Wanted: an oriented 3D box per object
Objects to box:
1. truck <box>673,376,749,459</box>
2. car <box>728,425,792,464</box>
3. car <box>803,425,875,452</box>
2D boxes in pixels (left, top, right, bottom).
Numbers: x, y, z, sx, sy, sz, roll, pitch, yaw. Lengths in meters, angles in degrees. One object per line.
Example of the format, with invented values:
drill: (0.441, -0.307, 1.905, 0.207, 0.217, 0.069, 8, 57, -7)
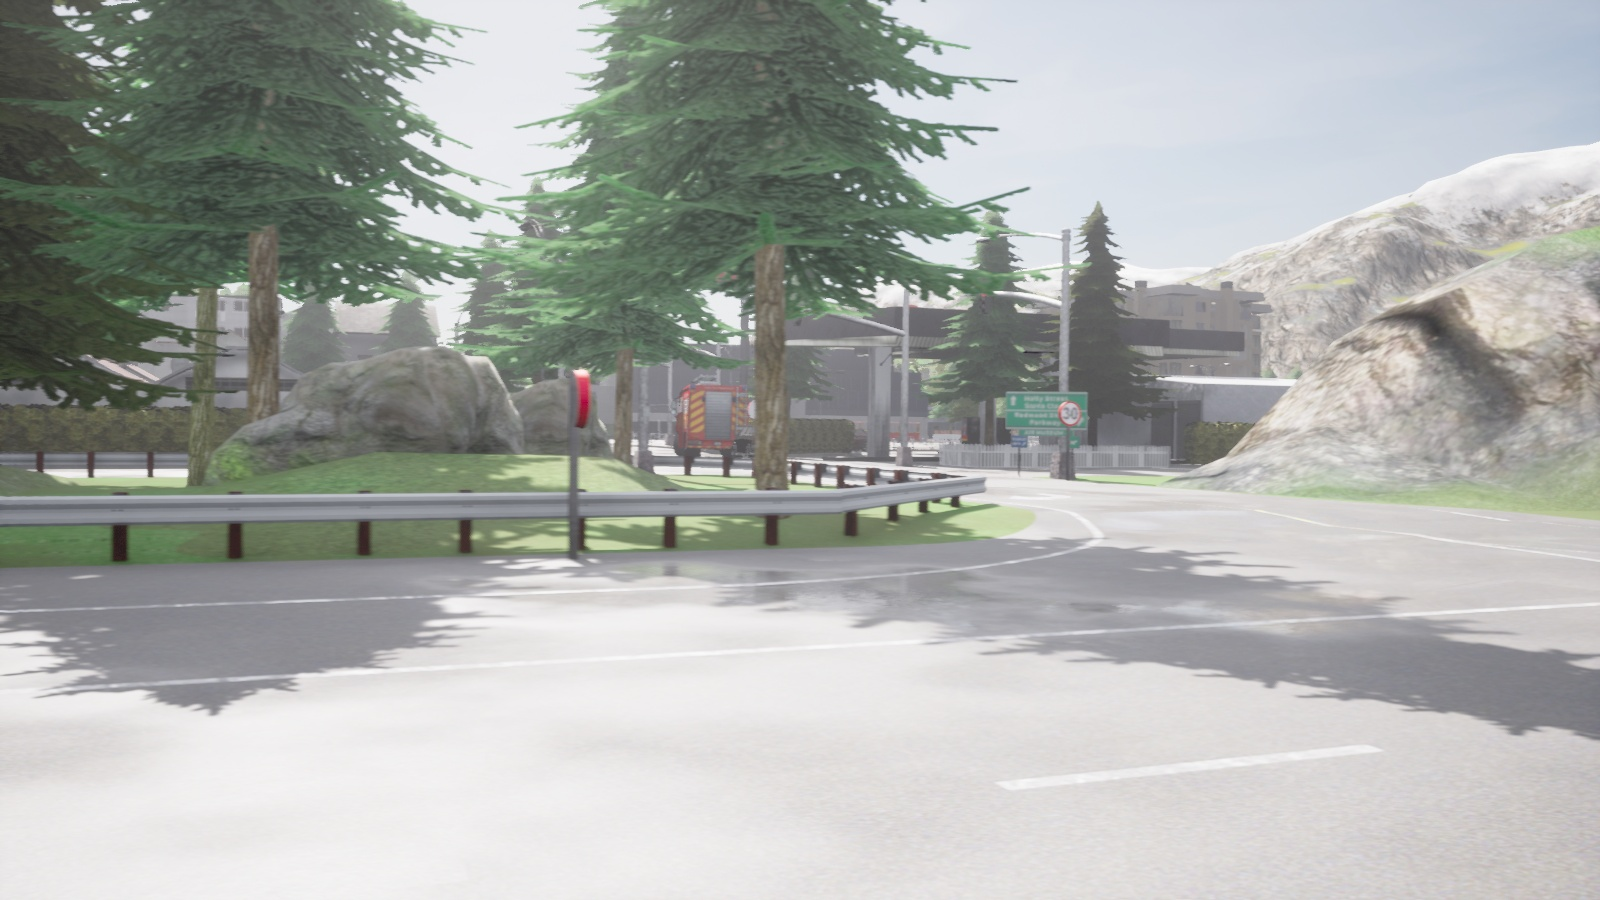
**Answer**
truck: (-4.531, -1.469, 62.278, 2.891, 3.827, 8.468, 0, 0, -10)
car: (-1.722, -0.262, 52.997, 1.789, 1.549, 3.705, -1, 1, -17)
car: (2.747, -0.805, 87.733, 4.553, 1.767, 2.097, -1, 1, -21)
